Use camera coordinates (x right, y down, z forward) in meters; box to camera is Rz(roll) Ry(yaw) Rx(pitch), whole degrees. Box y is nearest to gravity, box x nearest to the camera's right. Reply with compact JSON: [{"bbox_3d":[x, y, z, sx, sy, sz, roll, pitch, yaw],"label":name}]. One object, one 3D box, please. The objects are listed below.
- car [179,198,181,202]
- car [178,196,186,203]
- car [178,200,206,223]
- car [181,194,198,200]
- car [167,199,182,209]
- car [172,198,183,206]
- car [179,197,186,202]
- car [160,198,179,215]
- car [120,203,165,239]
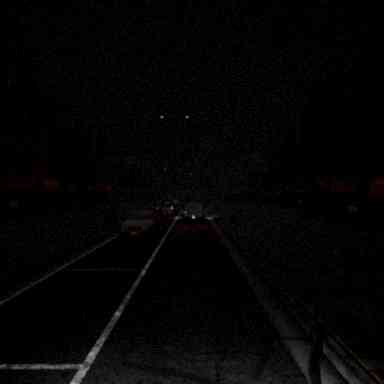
[{"bbox_3d":[-2.645,1.732,39.543,1.802,1.307,4.206,-1,0,0],"label":"car"},{"bbox_3d":[-2.641,2.009,88.115,1.967,1.590,4.097,-2,-1,0],"label":"car"},{"bbox_3d":[0.109,1.597,26.319,1.812,1.442,4.674,0,0,0],"label":"car"},{"bbox_3d":[0.098,1.510,40.887,2.097,1.767,4.553,0,0,0],"label":"car"},{"bbox_3d":[-2.646,1.779,50.444,2.008,1.369,4.403,-2,0,0],"label":"car"},{"bbox_3d":[-2.643,1.898,61.338,1.802,1.307,4.206,-2,0,0],"label":"car"},{"bbox_3d":[-2.637,2.144,93.481,1.752,1.417,4.829,-2,-1,0],"label":"car"},{"bbox_3d":[-2.652,1.555,34.102,1.967,1.590,4.097,-2,0,0],"label":"car"},{"bbox_3d":[-2.652,1.561,17.589,1.752,1.417,4.829,-1,0,0],"label":"car"}]
